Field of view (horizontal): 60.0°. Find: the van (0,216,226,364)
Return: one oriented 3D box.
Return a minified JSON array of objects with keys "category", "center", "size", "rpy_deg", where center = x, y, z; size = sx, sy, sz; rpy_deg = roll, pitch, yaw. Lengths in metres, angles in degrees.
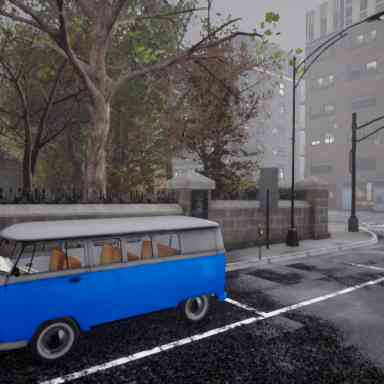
[{"category":"van","center":[-1.276,1.342,5.581],"size":[3.998,1.788,1.690],"rpy_deg":[0,1,-35]}]
